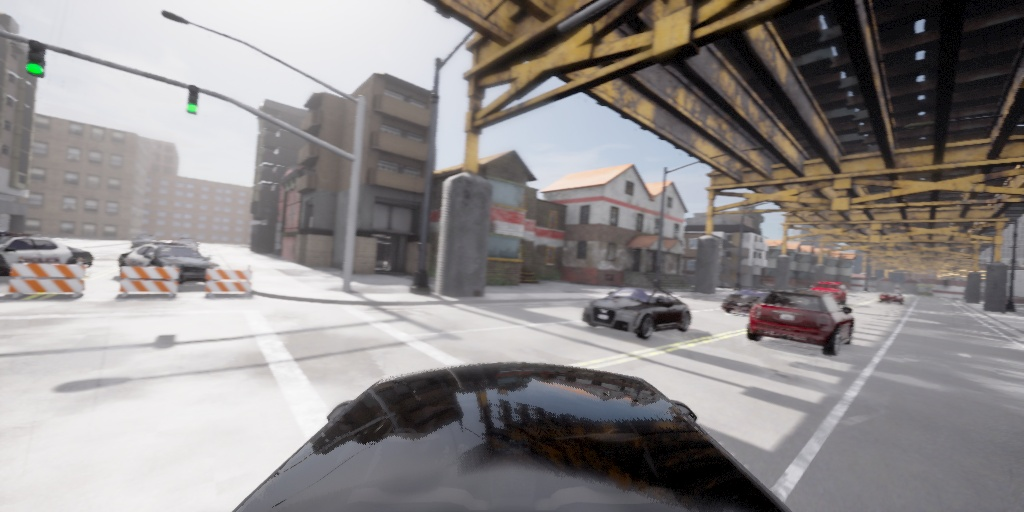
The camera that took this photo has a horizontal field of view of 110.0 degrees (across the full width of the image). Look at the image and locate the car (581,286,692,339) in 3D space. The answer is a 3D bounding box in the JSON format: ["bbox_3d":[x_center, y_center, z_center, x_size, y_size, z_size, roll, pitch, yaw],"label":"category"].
[{"bbox_3d":[4.181,1.725,11.778,4.181,1.385,1.994,5,-1,-41],"label":"car"}]

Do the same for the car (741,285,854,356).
[{"bbox_3d":[9.458,1.913,11.624,4.553,1.767,2.097,5,-1,-41],"label":"car"}]

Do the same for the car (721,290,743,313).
[{"bbox_3d":[13.502,2.504,19.861,5.357,1.411,2.033,5,0,-41],"label":"car"}]

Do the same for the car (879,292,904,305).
[{"bbox_3d":[44.633,4.921,42.098,4.718,1.301,1.895,4,0,-41],"label":"car"}]

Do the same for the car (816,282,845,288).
[{"bbox_3d":[30.250,3.518,34.241,5.566,2.045,2.150,5,0,-41],"label":"car"}]
